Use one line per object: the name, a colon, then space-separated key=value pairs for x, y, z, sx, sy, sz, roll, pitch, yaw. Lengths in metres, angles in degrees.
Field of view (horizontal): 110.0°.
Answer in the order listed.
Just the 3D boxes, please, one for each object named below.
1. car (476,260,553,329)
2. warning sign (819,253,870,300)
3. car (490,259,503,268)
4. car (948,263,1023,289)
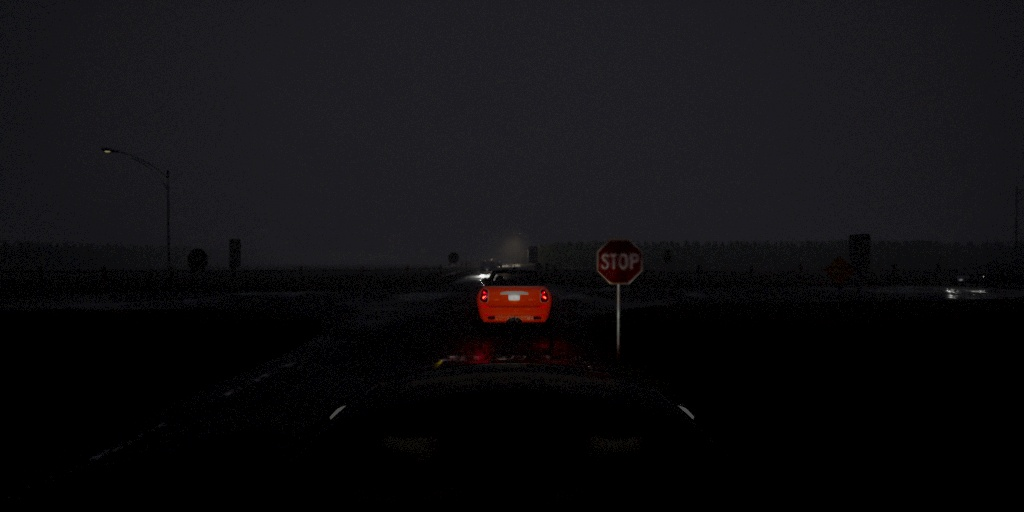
car: x=0.074 y=1.121 z=11.509 sx=2.097 sy=1.767 sz=4.553 roll=0 pitch=0 yaw=0
warning sign: x=14.060 y=0.908 z=15.381 sx=1.060 sy=1.860 sz=1.300 roll=0 pitch=0 yaw=-6
car: x=-2.776 y=1.332 z=64.659 sx=2.128 sy=1.511 sz=4.902 roll=0 pitch=0 yaw=0
car: x=30.588 y=1.227 z=22.835 sx=4.902 sy=1.511 sz=2.128 roll=0 pitch=0 yaw=-8
